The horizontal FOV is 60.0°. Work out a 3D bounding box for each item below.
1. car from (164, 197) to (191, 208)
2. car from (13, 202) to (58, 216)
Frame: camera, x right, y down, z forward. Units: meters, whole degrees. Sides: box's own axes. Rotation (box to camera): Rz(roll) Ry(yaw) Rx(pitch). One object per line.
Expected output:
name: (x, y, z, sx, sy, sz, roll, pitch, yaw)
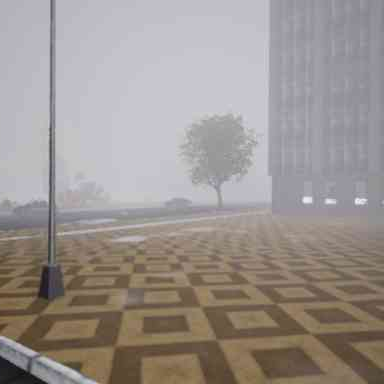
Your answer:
car: (-2.225, 1.553, 51.334, 1.882, 1.535, 5.008, 1, 0, 38)
car: (-15.860, 1.672, 33.915, 1.994, 1.385, 4.181, 1, 0, 38)
